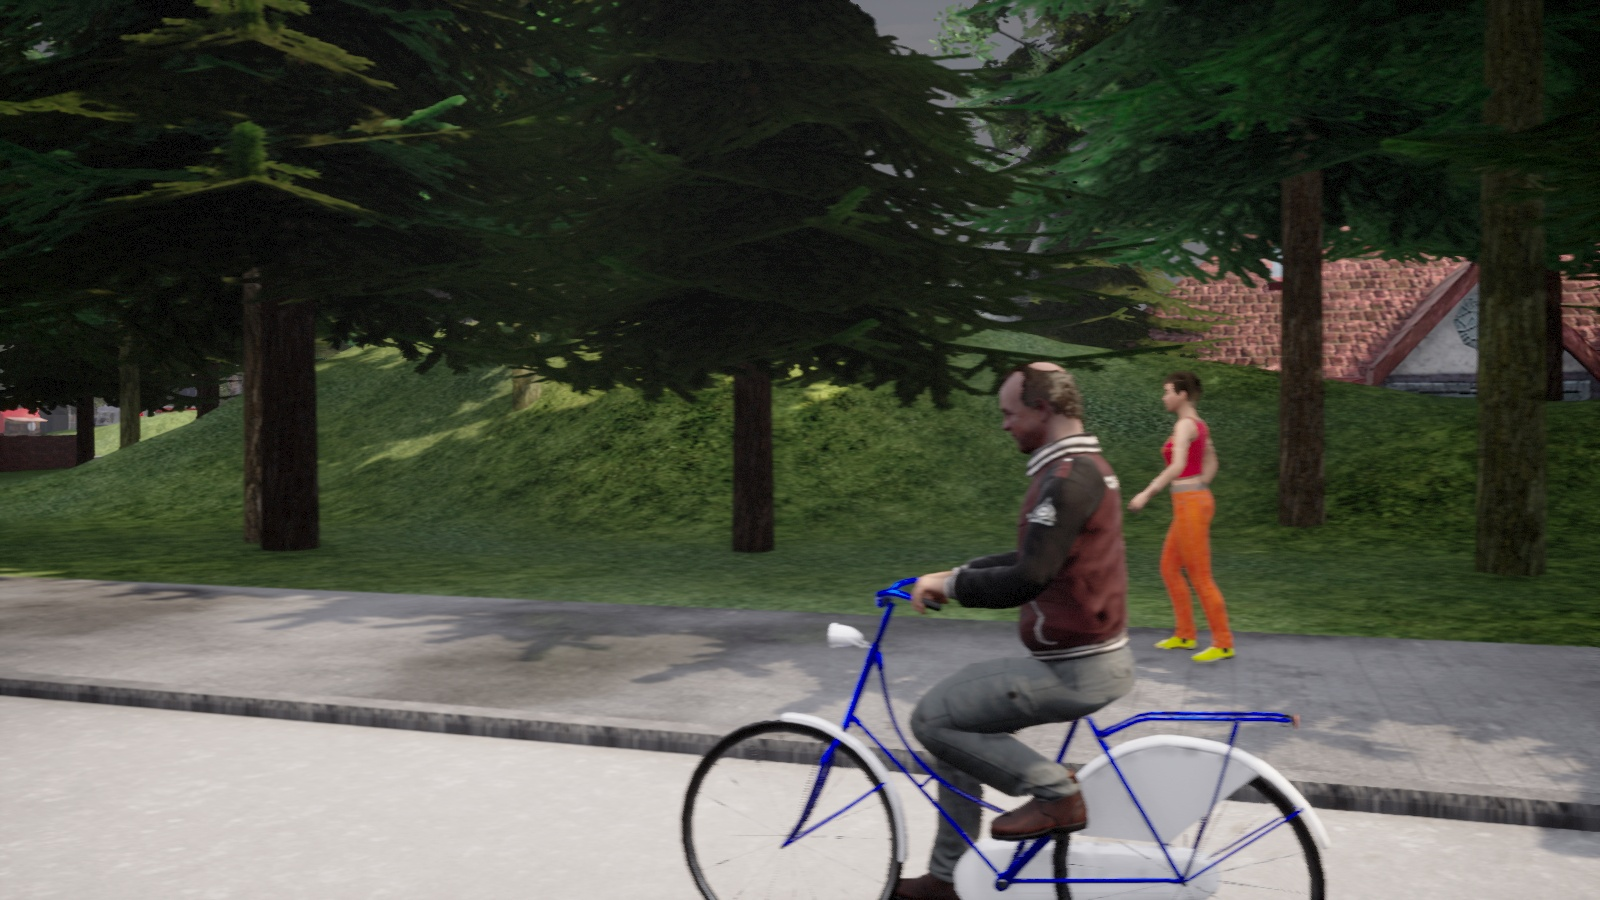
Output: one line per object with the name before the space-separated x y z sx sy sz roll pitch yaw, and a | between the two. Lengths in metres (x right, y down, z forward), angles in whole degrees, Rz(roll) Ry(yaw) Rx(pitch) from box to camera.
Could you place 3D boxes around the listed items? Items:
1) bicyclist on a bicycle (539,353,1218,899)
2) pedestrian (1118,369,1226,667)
bicyclist on a bicycle | 0.229 0.640 3.642 1.843 1.776 0.659 1 1 19
pedestrian | 2.384 0.416 8.048 0.594 1.836 0.345 1 1 29
